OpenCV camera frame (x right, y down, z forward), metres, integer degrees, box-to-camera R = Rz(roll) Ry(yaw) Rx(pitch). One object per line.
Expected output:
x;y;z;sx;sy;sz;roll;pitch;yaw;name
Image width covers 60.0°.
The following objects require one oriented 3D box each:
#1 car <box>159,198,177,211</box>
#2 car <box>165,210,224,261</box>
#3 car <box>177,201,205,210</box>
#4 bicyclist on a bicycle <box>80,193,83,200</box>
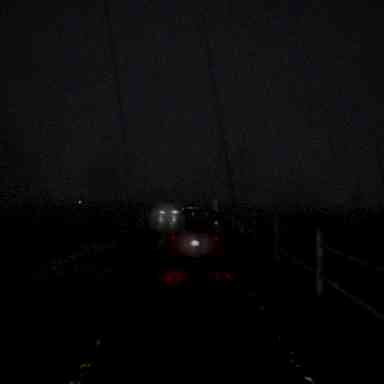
-2.841;1.554;41.024;1.837;1.490;4.892;0;0;0;car
0.079;1.573;12.386;1.994;1.385;4.181;0;0;0;car
0.080;1.520;29.103;2.128;1.511;4.902;0;0;0;car
-22.605;1.058;68.117;0.582;1.620;1.656;1;0;0;bicyclist on a bicycle
